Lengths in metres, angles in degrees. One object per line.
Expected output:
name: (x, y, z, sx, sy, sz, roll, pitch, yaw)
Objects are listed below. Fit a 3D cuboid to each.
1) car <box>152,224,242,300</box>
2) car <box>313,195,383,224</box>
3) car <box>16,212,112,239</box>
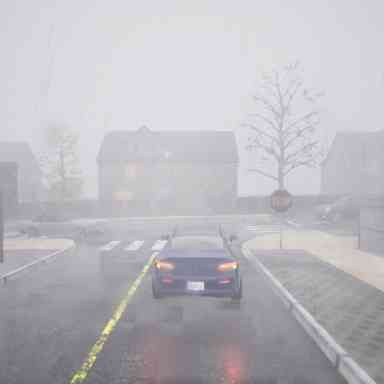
car: (0.170, 1.525, 8.276, 1.812, 1.442, 4.674, 0, 0, 3)
car: (10.186, 1.045, 21.360, 4.553, 1.767, 2.097, -1, 1, -2)
car: (-6.695, 1.737, 17.616, 4.718, 1.301, 1.895, -2, 0, 15)
